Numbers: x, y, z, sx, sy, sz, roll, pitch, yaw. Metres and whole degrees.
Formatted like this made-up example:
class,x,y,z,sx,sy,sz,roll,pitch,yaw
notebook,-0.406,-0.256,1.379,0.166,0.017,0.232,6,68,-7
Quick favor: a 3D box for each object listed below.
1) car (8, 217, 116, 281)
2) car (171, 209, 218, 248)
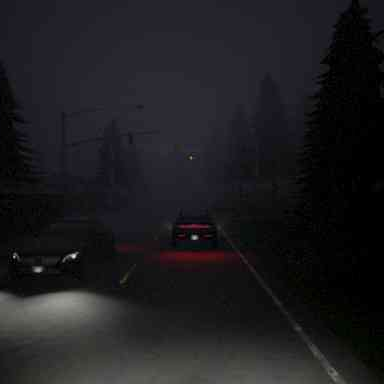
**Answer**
class,x,y,z,sx,sy,sz,roll,pitch,yaw
car,-3.561,1.532,10.056,1.812,1.442,4.674,0,0,1
car,0.097,1.501,14.806,2.128,1.511,4.902,0,0,0
